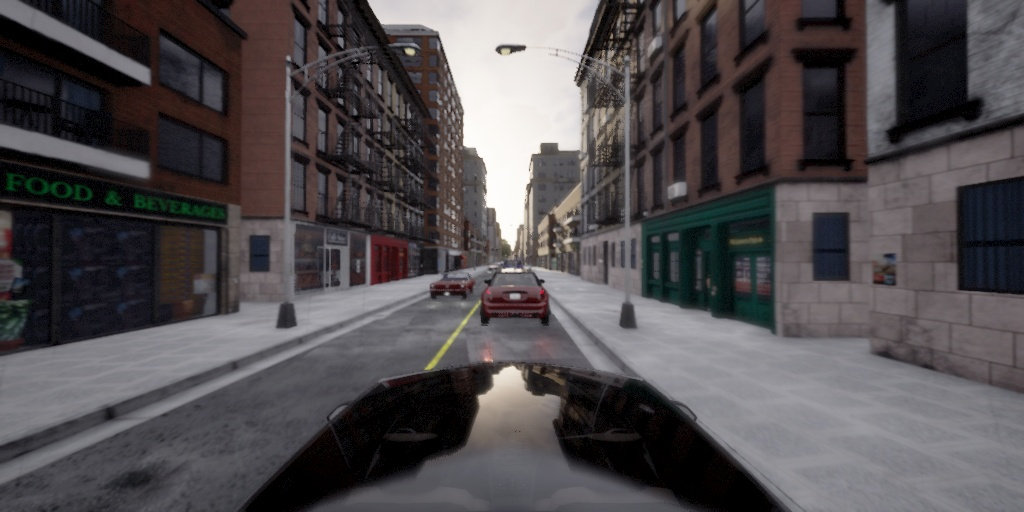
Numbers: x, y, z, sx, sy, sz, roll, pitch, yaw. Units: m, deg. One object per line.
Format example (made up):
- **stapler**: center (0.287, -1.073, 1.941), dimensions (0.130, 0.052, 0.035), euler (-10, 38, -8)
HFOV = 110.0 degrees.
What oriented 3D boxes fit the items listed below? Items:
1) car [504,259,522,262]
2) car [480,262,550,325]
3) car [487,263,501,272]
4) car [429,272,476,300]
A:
- **car**: center (0.107, 1.334, 35.115), dimensions (2.150, 2.045, 5.566), euler (0, -1, 0)
- **car**: center (0.098, 1.220, 12.517), dimensions (2.097, 1.767, 4.553), euler (0, -1, 0)
- **car**: center (-3.027, 1.943, 61.264), dimensions (2.033, 1.411, 5.357), euler (0, -1, 1)
- **car**: center (-3.097, 1.544, 19.374), dimensions (1.895, 1.301, 4.718), euler (0, -1, 0)
